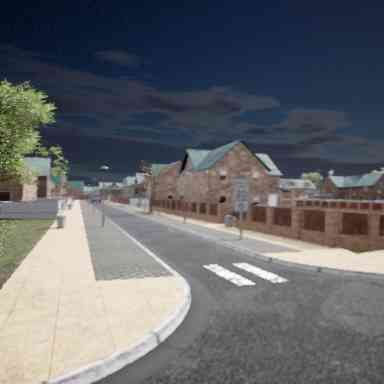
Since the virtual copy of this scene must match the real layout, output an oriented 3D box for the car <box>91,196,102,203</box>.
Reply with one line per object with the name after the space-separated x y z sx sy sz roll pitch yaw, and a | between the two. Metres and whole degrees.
-23.888 1.885 83.703 2.097 1.767 4.553 1 -1 -19 | car
